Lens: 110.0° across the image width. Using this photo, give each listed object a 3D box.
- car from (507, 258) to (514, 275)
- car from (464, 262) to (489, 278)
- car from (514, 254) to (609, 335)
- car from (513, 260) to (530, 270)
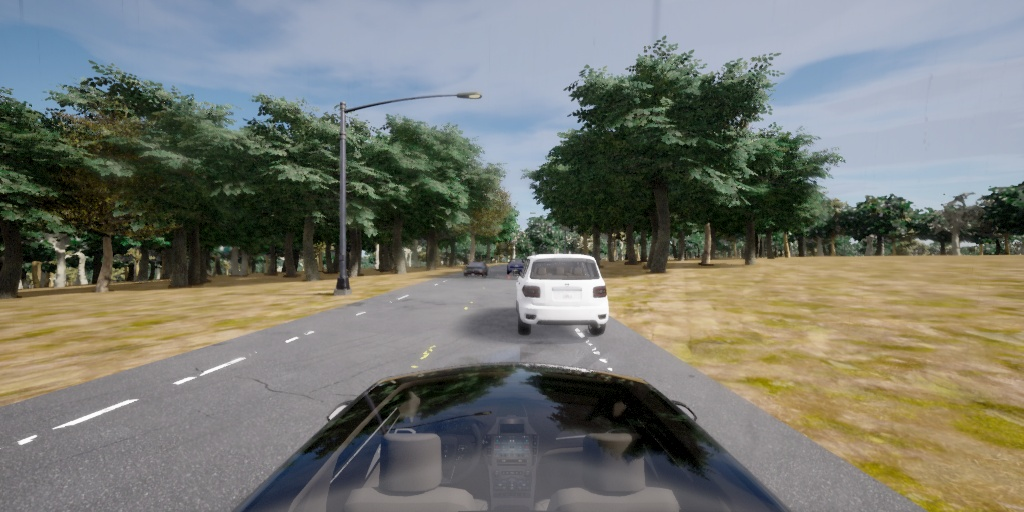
[{"bbox_3d":[0.623,1.030,39.159,2.097,1.767,4.553,0,0,4],"label":"car"},{"bbox_3d":[-3.240,1.251,33.514,2.033,1.411,5.357,0,0,2],"label":"car"},{"bbox_3d":[1.226,0.972,10.648,2.150,2.045,5.566,0,0,0],"label":"car"},{"bbox_3d":[1.385,1.226,49.313,1.895,1.301,4.718,0,0,7],"label":"car"}]
